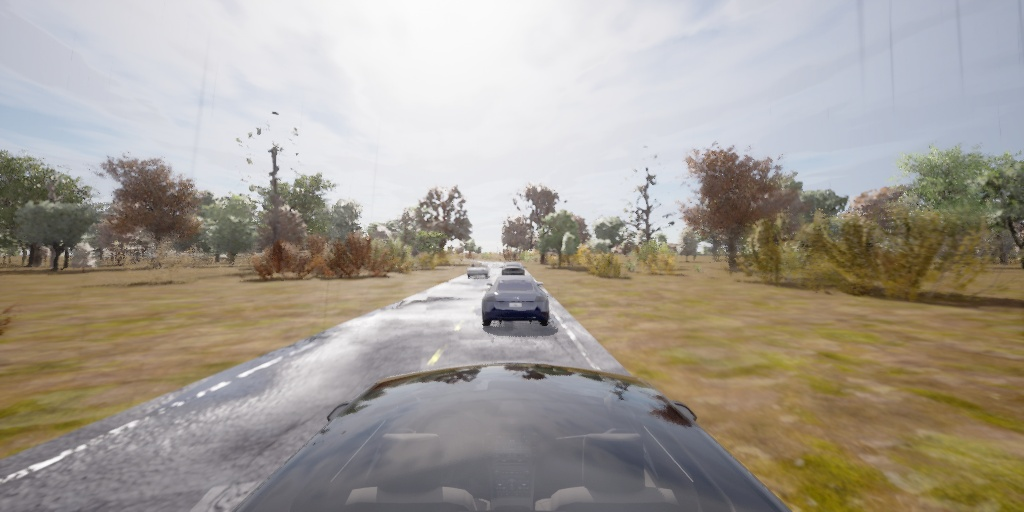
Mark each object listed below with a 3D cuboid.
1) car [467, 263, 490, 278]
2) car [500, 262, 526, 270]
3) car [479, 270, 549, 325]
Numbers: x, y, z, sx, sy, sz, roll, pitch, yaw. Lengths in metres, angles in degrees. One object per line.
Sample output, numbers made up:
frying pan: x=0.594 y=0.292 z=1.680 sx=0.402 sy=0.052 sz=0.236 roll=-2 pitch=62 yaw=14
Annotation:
car: x=-3.092 y=1.349 z=33.492 sx=1.895 sy=1.301 sz=4.718 roll=0 pitch=0 yaw=0
car: x=0.095 y=1.255 z=29.400 sx=1.837 sy=1.490 sz=4.892 roll=0 pitch=0 yaw=0
car: x=0.097 y=1.315 z=11.853 sx=1.994 sy=1.385 sz=4.181 roll=0 pitch=0 yaw=0
